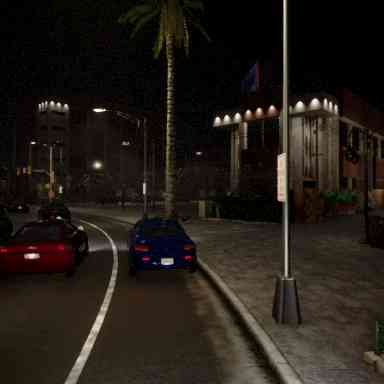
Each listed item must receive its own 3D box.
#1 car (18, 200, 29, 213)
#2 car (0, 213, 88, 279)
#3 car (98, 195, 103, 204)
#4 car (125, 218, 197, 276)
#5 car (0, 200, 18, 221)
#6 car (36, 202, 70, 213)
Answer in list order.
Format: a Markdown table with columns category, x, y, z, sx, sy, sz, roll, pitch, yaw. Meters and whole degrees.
| category | x | y | z | sx | sy | sz | roll | pitch | yaw |
| --- | --- | --- | --- | --- | --- | --- | --- | --- | --- |
| car | -18.819 | 1.544 | 35.065 | 1.994 | 1.385 | 4.181 | 0 | 0 | -45 |
| car | -4.375 | 1.560 | 10.204 | 1.994 | 1.385 | 4.181 | 0 | 0 | -12 |
| car | -14.576 | 1.238 | 56.454 | 4.553 | 1.767 | 2.185 | 0 | 0 | 42 |
| car | -1.073 | 1.524 | 10.346 | 1.812 | 1.442 | 4.674 | 0 | 0 | -12 |
| car | -8.272 | 1.213 | 12.004 | 2.150 | 2.045 | 5.566 | 0 | 0 | -15 |
| car | -10.167 | 1.495 | 24.365 | 1.837 | 1.490 | 4.892 | 0 | 0 | -31 |
